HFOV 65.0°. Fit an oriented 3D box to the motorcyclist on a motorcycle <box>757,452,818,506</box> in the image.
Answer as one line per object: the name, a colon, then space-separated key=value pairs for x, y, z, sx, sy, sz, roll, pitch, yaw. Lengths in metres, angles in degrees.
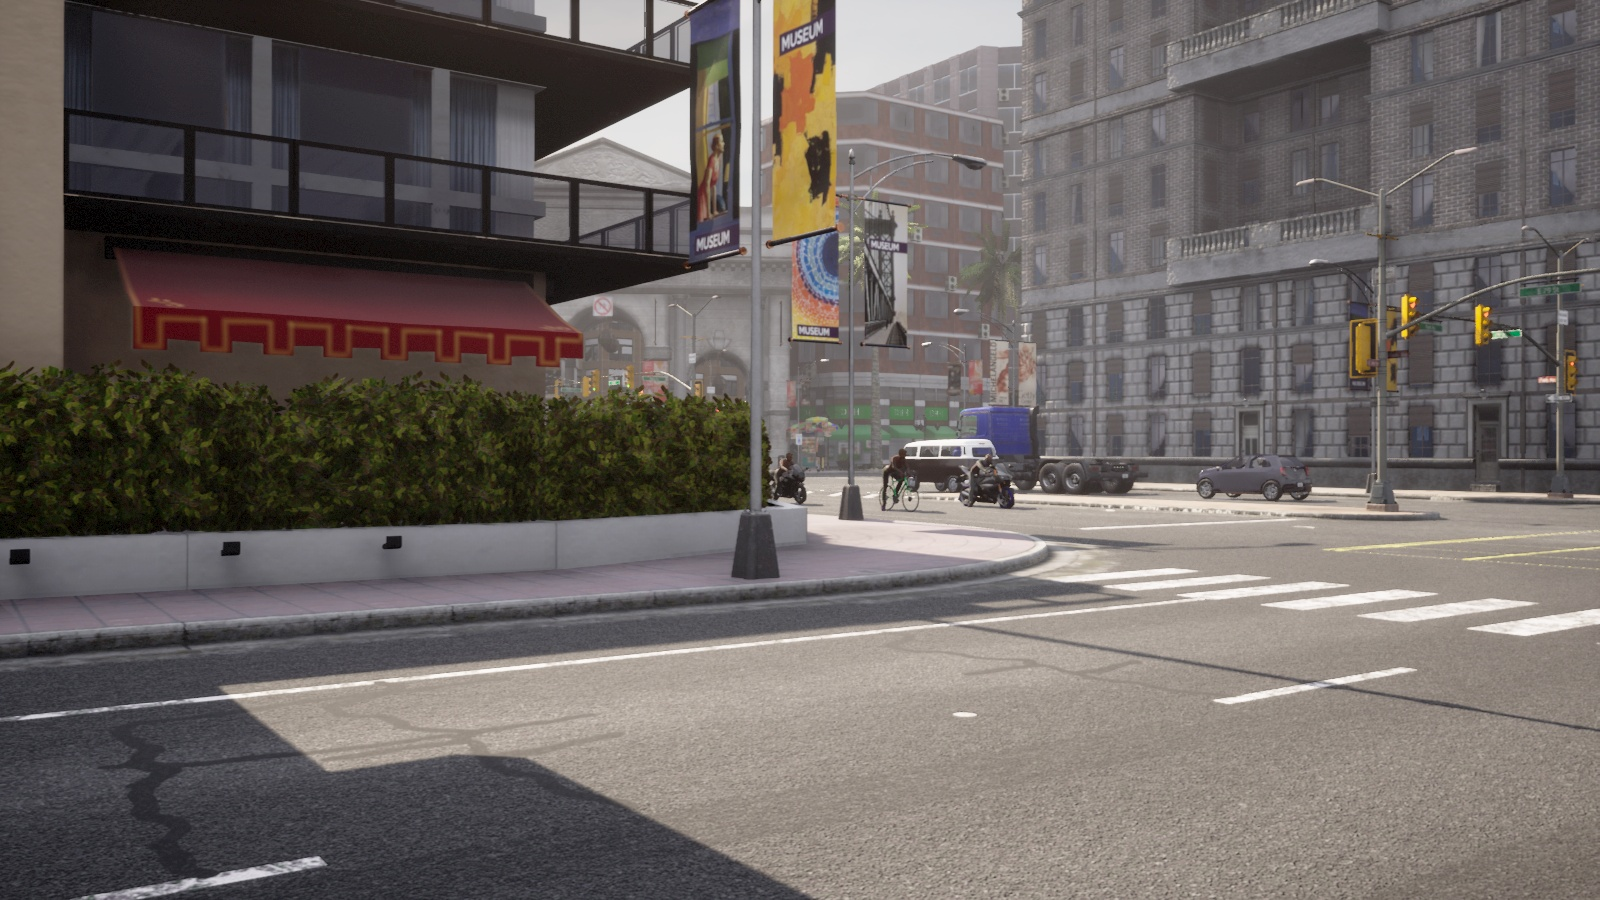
motorcyclist on a motorcycle: x=-0.383 y=0.827 z=36.777 sx=0.797 sy=1.523 sz=2.044 roll=0 pitch=0 yaw=-35

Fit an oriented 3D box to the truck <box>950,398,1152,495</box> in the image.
truck: x=9.554 y=-0.123 z=48.800 sx=2.891 sy=3.462 sz=7.936 roll=0 pitch=0 yaw=-35

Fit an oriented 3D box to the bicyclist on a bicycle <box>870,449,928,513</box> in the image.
bicyclist on a bicycle: x=2.553 y=0.781 z=32.506 sx=0.582 sy=1.620 sz=1.656 roll=0 pitch=0 yaw=-35

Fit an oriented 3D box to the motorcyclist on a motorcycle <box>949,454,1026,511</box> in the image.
motorcyclist on a motorcycle: x=5.181 y=0.864 z=34.862 sx=0.866 sy=1.530 sz=2.191 roll=0 pitch=0 yaw=-35

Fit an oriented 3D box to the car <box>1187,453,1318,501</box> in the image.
car: x=14.783 y=0.843 z=41.194 sx=1.845 sy=1.501 sz=3.633 roll=0 pitch=0 yaw=-35

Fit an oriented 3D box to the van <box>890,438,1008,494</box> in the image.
van: x=5.663 y=0.588 z=48.280 sx=2.069 sy=2.038 sz=4.480 roll=0 pitch=0 yaw=-34
